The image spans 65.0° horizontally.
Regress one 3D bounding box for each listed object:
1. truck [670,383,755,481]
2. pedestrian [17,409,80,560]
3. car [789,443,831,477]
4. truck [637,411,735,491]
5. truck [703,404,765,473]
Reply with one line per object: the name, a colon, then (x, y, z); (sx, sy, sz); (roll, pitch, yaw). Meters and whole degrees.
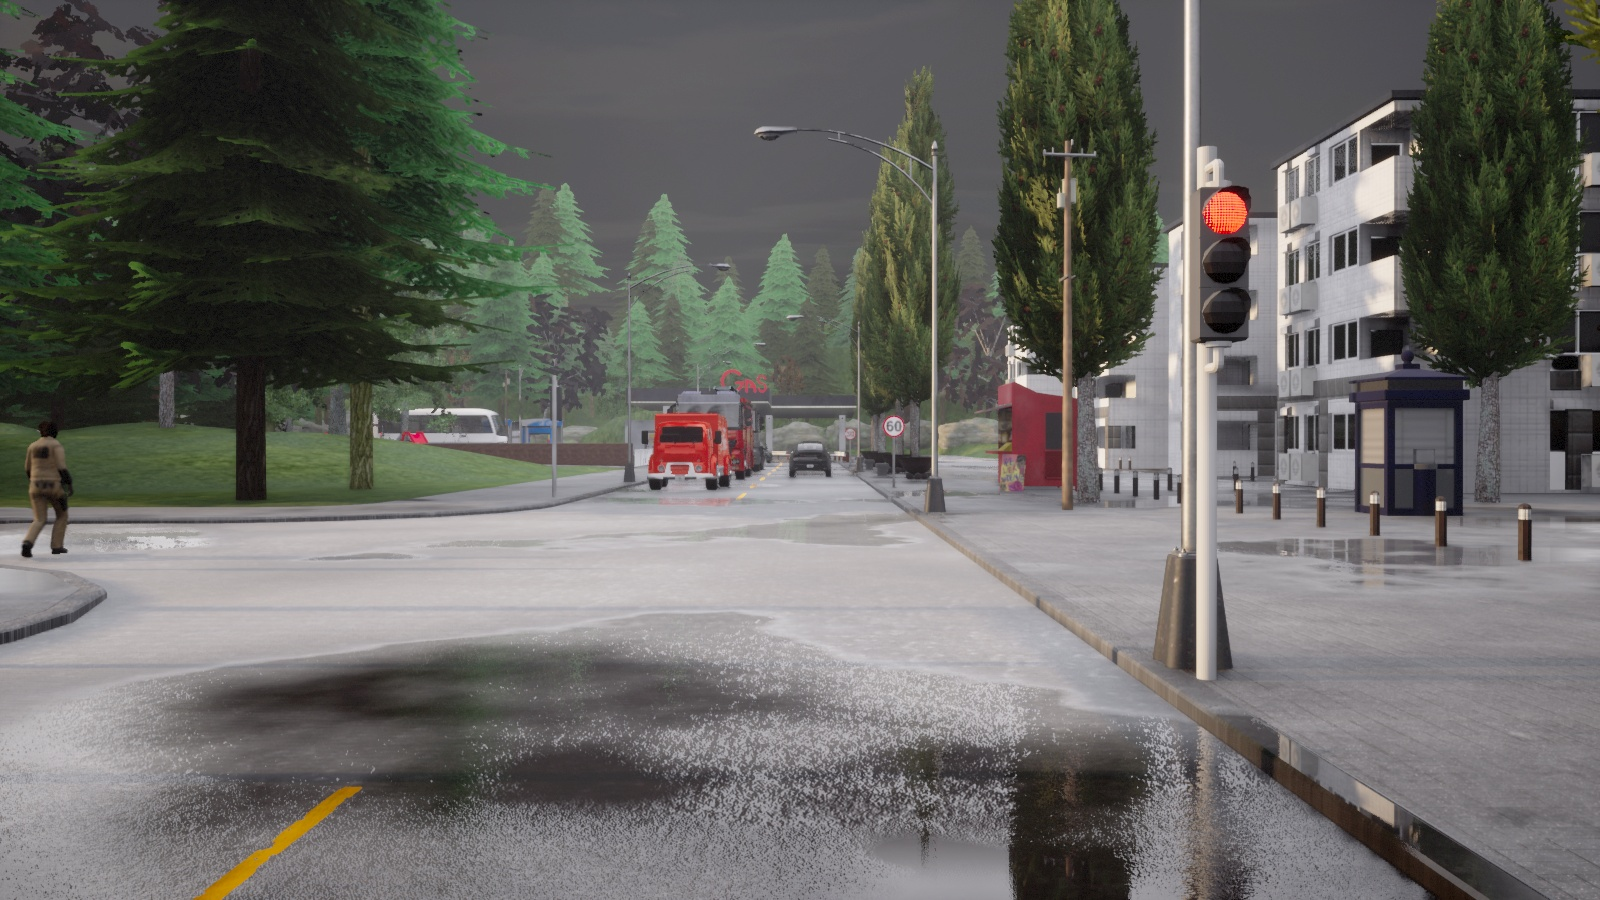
truck: (-3.575, -0.721, 53.228); (2.891, 3.827, 8.468); (0, 0, 1)
pedestrian: (-9.785, 0.437, 16.373); (0.396, 1.930, 0.692); (0, 0, 1)
car: (0.463, 0.429, 57.139); (1.837, 1.490, 4.892); (0, 0, 1)
truck: (-3.652, 0.025, 41.331); (2.627, 2.467, 5.204); (0, 0, 1)
truck: (-3.444, -0.619, 67.421); (2.891, 3.462, 7.936); (0, 0, 1)
